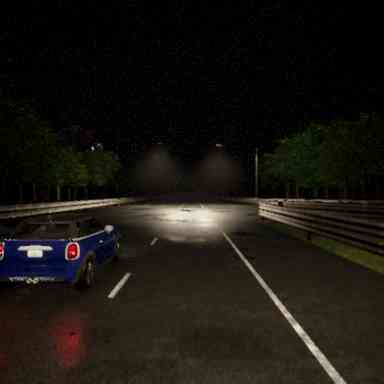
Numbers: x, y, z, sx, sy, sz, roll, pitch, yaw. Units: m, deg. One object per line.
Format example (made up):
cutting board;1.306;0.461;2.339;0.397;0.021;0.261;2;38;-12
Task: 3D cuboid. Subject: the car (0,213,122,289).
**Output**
car;-3.398;1.365;9.332;2.097;1.767;4.553;0;0;0
